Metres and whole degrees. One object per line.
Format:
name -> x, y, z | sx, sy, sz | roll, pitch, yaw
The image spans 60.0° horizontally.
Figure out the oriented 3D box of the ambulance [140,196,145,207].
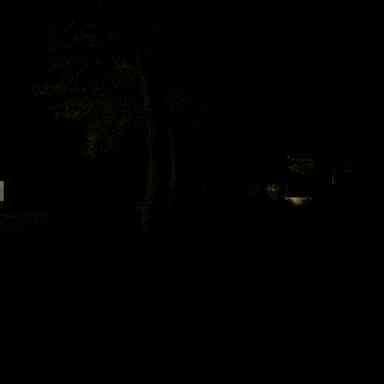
ambulance -> -5.254, 1.009, 51.696 | 2.351, 2.431, 6.366 | -3, -1, 35
